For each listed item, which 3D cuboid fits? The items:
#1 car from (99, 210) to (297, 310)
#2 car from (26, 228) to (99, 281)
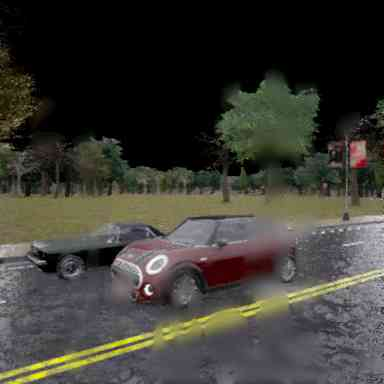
[{"bbox_3d":[0.416,1.358,7.974,4.553,1.767,2.097,0,0,-35],"label":"car"},{"bbox_3d":[-2.323,1.606,10.014,4.718,1.301,1.895,0,0,-35],"label":"car"}]
